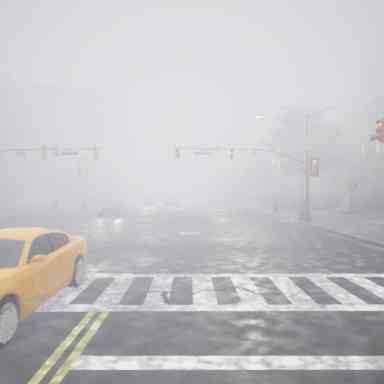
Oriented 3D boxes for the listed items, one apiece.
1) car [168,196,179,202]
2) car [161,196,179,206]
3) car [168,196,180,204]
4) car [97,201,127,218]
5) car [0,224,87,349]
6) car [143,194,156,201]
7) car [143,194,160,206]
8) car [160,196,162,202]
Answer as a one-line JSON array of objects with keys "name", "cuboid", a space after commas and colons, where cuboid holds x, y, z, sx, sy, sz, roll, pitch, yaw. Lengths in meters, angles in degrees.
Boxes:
[{"name": "car", "cuboid": [-4.222, 1.553, 75.847, 1.994, 1.385, 4.181, 0, 0, -10]}, {"name": "car", "cuboid": [-3.491, 1.547, 55.854, 2.033, 1.411, 5.357, 0, 0, 0]}, {"name": "car", "cuboid": [-3.483, 1.547, 65.864, 2.033, 1.411, 5.357, 0, 0, 0]}, {"name": "car", "cuboid": [-7.030, 1.526, 29.957, 1.812, 1.442, 4.674, 0, 0, 0]}, {"name": "car", "cuboid": [-3.588, 1.477, 6.431, 1.882, 1.535, 5.008, 0, 0, 0]}, {"name": "car", "cuboid": [-10.704, 1.347, 83.756, 2.097, 1.767, 4.553, 0, 0, -25]}, {"name": "car", "cuboid": [-6.993, 1.501, 55.851, 1.837, 1.490, 4.892, 0, 1, 0]}, {"name": "car", "cuboid": [-6.930, 1.522, 69.005, 2.128, 1.511, 4.902, 0, 0, 1]}]
